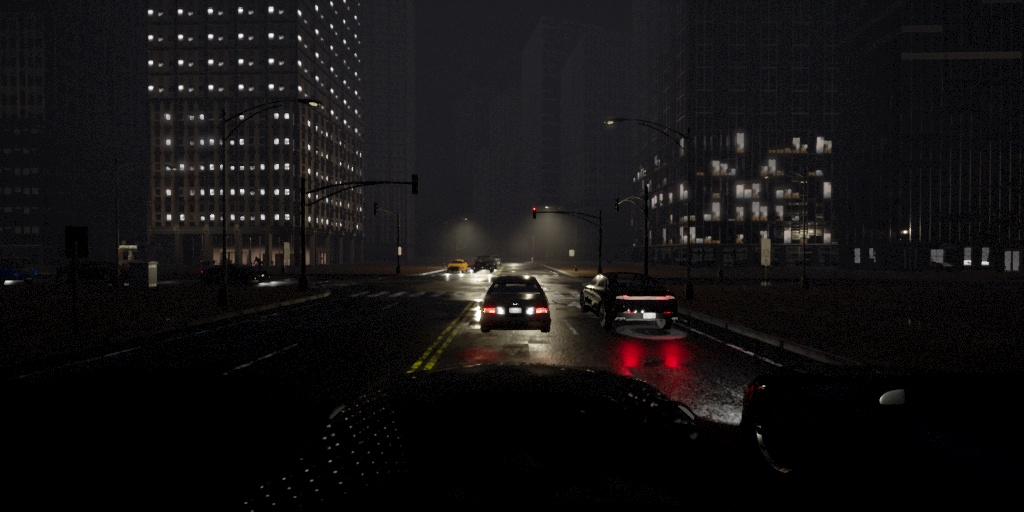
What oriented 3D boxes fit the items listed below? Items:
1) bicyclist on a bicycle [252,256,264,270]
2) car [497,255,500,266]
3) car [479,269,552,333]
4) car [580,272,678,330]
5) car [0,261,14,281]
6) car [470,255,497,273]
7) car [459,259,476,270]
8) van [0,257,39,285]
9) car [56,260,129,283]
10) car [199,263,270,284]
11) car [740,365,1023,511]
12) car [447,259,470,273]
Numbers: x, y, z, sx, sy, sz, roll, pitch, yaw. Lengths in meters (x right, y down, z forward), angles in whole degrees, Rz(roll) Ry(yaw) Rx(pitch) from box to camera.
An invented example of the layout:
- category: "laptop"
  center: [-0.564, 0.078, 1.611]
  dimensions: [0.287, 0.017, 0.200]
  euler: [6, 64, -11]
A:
- category: "bicyclist on a bicycle"
  center: [-24.667, 0.868, 34.762]
  dimensions: [0.582, 1.620, 1.656]
  euler: [0, 1, 1]
- category: "car"
  center: [-3.289, 1.050, 52.897]
  dimensions: [2.097, 1.767, 4.553]
  euler: [0, 0, 0]
- category: "car"
  center: [0.109, 1.294, 10.732]
  dimensions: [2.033, 1.411, 5.357]
  euler: [0, 0, 1]
- category: "car"
  center: [3.356, 1.238, 11.145]
  dimensions: [2.128, 1.511, 4.902]
  euler: [0, 0, 0]
- category: "car"
  center: [-40.295, 1.093, 26.451]
  dimensions: [4.674, 1.442, 1.812]
  euler: [0, 0, 2]
- category: "car"
  center: [-3.302, 0.937, 42.942]
  dimensions: [2.150, 2.045, 5.566]
  euler: [0, 0, 0]
- category: "car"
  center: [-6.537, 1.222, 53.137]
  dimensions: [1.812, 1.442, 4.674]
  euler: [0, 0, 0]
- category: "van"
  center: [-33.910, 0.960, 23.682]
  dimensions: [3.998, 1.789, 1.690]
  euler: [0, 0, 1]
- category: "car"
  center: [-30.053, 1.093, 26.166]
  dimensions: [5.008, 1.535, 1.882]
  euler: [0, 0, 2]
- category: "car"
  center: [-19.961, 1.227, 25.903]
  dimensions: [4.181, 1.385, 1.994]
  euler: [0, 0, 1]
- category: "car"
  center: [3.354, 1.314, 1.988]
  dimensions: [1.994, 1.385, 4.181]
  euler: [0, 0, 0]
- category: "car"
  center: [-6.550, 1.193, 43.265]
  dimensions: [1.882, 1.535, 5.008]
  euler: [0, 0, 0]
